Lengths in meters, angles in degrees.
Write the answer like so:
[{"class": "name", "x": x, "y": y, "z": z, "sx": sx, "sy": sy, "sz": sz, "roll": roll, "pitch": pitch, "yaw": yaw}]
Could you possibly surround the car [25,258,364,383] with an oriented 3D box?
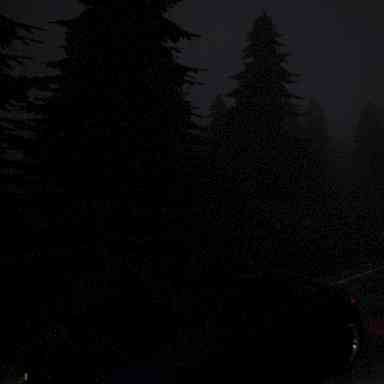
[{"class": "car", "x": 0.298, "y": 1.590, "z": 4.073, "sx": 4.181, "sy": 1.385, "sz": 1.994, "roll": 1, "pitch": -1, "yaw": -38}]
